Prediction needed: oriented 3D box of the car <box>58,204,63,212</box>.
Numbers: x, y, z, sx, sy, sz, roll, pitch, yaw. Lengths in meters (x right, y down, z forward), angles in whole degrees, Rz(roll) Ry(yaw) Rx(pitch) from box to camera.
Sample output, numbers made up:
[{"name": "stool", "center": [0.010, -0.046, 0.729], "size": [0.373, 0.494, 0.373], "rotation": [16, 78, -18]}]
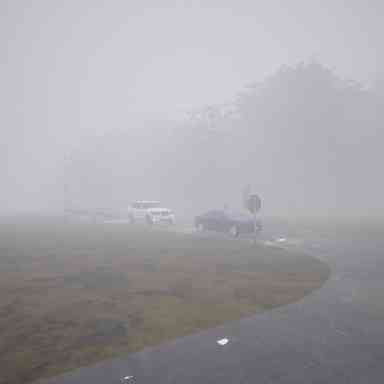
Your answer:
[{"name": "car", "center": [-22.868, 2.787, 60.601], "size": [2.097, 1.767, 4.553], "rotation": [-1, -1, -37]}]

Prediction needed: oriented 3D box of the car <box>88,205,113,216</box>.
[{"name": "car", "center": [-12.933, 2.552, 46.683], "size": [1.994, 1.385, 4.181], "rotation": [-1, -1, -36]}]

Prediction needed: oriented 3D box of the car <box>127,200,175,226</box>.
[{"name": "car", "center": [-3.677, 1.757, 28.642], "size": [2.150, 2.045, 5.566], "rotation": [-1, -1, -35]}]

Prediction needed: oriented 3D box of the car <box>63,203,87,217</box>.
[{"name": "car", "center": [-15.641, 2.521, 45.510], "size": [1.882, 1.535, 5.008], "rotation": [-1, -1, -36]}]

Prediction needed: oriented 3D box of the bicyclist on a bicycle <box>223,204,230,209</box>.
[{"name": "bicyclist on a bicycle", "center": [3.010, 1.855, 29.560], "size": [1.656, 1.620, 0.582], "rotation": [0, -1, -36]}]

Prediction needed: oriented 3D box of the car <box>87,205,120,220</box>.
[{"name": "car", "center": [-9.602, 2.288, 36.960], "size": [1.837, 1.490, 4.892], "rotation": [-1, -1, -36]}]

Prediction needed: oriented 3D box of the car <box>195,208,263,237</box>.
[{"name": "car", "center": [2.133, 1.784, 20.476], "size": [1.882, 1.535, 5.008], "rotation": [-1, -1, -35]}]
